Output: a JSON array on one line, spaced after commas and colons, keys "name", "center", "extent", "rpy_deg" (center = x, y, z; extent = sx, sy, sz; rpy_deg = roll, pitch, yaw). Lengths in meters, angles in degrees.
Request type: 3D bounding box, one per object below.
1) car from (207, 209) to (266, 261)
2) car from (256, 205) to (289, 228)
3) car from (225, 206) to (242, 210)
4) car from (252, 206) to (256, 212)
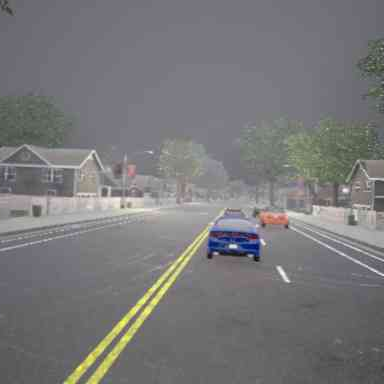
[{"name": "car", "center": [1.708, 1.720, 13.613], "extent": [1.882, 1.535, 5.008], "rpy_deg": [3, -1, 7]}, {"name": "car", "center": [6.843, 2.004, 28.184], "extent": [2.097, 1.767, 4.553], "rpy_deg": [3, -1, 7]}, {"name": "car", "center": [4.027, 2.060, 31.804], "extent": [2.128, 1.511, 4.902], "rpy_deg": [3, -1, 7]}, {"name": "car", "center": [8.469, 2.363, 40.974], "extent": [1.882, 1.535, 5.008], "rpy_deg": [3, -1, 7]}]
